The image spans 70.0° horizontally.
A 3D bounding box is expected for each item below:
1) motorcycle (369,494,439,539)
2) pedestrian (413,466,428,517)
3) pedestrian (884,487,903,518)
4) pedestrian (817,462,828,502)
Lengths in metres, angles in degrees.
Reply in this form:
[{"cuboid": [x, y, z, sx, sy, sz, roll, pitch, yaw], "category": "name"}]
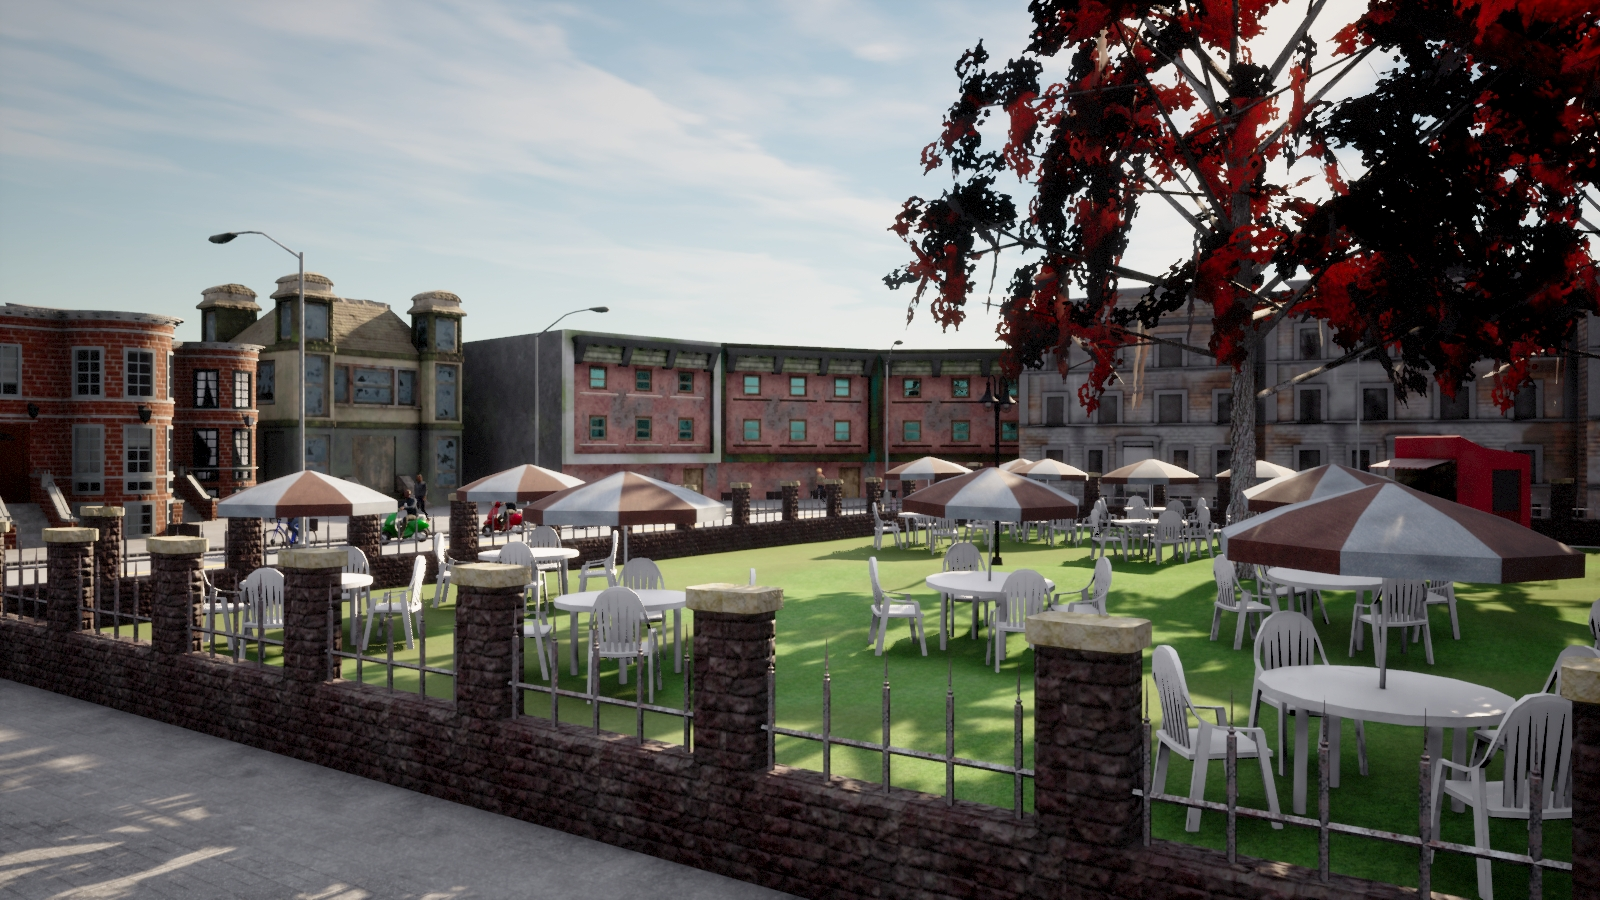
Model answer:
[{"cuboid": [-11.759, 1.950, 33.969, 0.856, 1.236, 1.805, 0, 0, 35], "category": "motorcycle"}, {"cuboid": [-13.861, 1.514, 41.732, 0.375, 1.860, 0.375, 0, 0, 26], "category": "pedestrian"}, {"cuboid": [3.375, 1.894, 41.353, 0.500, 1.100, 0.500, 0, 0, -34], "category": "pedestrian"}, {"cuboid": [1.047, 1.513, 54.057, 0.375, 1.860, 0.375, 0, 0, -37], "category": "pedestrian"}]
